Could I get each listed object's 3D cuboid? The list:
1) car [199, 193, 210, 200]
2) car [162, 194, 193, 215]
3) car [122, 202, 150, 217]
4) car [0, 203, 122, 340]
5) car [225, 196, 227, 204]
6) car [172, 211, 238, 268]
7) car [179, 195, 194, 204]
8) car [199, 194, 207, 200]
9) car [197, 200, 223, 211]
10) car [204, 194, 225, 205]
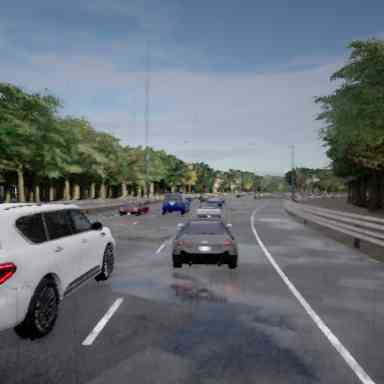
[{"bbox_3d":[3.341,1.205,88.233,2.097,1.767,4.553,0,0,13],"label":"car"},{"bbox_3d":[-1.562,1.220,33.608,2.150,2.045,5.566,0,0,6],"label":"car"},{"bbox_3d":[-5.301,1.590,31.295,1.895,1.301,4.718,1,0,5],"label":"car"},{"bbox_3d":[-3.243,1.220,6.712,2.150,2.045,5.566,0,0,2],"label":"car"},{"bbox_3d":[4.826,1.452,57.368,1.837,1.490,4.892,0,0,8],"label":"car"},{"bbox_3d":[0.443,1.565,11.363,1.994,1.385,4.181,0,0,2],"label":"car"},{"bbox_3d":[-1.020,1.396,65.042,1.882,1.535,5.008,0,0,10],"label":"car"},{"bbox_3d":[3.057,1.436,68.190,1.812,1.442,4.674,0,0,10],"label":"car"},{"bbox_3d":[1.463,1.603,28.046,1.895,1.301,4.718,0,0,5],"label":"car"},{"bbox_3d":[3.004,1.461,43.584,1.882,1.535,5.008,0,0,7],"label":"car"}]
